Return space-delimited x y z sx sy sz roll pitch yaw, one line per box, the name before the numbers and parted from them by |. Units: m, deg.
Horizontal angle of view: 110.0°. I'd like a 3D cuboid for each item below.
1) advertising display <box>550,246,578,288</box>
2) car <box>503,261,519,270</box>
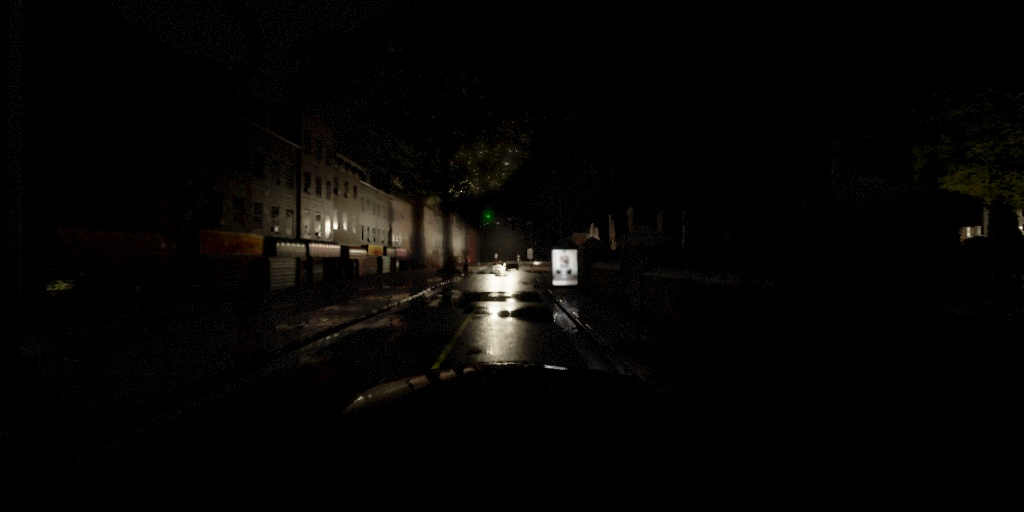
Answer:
advertising display | 3.005 0.773 20.495 1.540 2.440 0.280 0 0 0
car | 0.016 1.358 51.375 1.895 1.301 4.718 0 0 0
